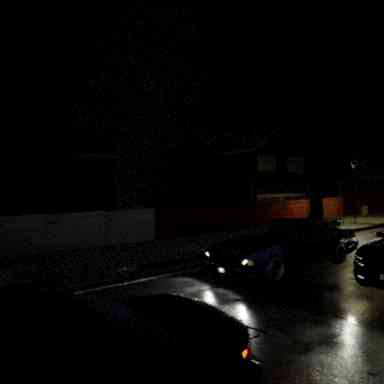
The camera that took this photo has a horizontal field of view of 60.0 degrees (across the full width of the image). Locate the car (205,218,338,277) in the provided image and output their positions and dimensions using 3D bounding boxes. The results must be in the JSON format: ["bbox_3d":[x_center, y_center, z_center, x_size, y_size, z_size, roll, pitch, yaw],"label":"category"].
[{"bbox_3d":[2.861,1.510,9.869,5.357,1.411,2.033,-1,0,-37],"label":"car"}]

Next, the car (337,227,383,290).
[{"bbox_3d":[5.842,1.374,8.030,5.008,1.535,1.882,-1,0,-36],"label":"car"}]

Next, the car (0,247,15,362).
[{"bbox_3d":[-4.765,1.671,4.218,4.181,1.385,1.994,-1,0,-36],"label":"car"}]

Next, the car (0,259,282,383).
[{"bbox_3d":[-1.847,1.596,2.311,5.357,1.411,2.033,-1,0,-37],"label":"car"}]
